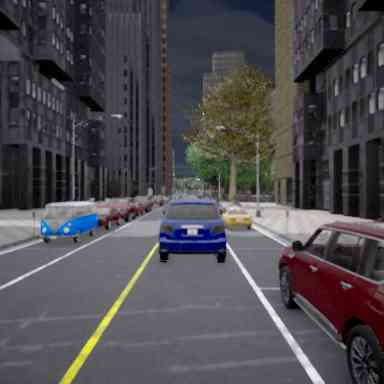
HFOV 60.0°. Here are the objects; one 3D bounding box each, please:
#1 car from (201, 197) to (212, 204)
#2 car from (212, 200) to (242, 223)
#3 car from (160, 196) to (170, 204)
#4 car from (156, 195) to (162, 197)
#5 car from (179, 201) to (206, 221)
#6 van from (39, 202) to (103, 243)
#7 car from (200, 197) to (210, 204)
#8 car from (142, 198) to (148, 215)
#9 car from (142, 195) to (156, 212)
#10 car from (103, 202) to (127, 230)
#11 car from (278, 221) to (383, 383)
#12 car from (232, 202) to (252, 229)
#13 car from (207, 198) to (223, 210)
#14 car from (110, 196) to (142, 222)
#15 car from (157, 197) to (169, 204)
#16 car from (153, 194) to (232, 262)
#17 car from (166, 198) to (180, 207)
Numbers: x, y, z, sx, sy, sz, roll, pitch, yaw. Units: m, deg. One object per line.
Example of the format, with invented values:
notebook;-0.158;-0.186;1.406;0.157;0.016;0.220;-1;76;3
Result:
car;2.780;1.702;65.533;1.947;1.339;4.313;0;0;0
car;2.771;1.494;26.942;1.967;1.590;4.097;0;0;0
car;-5.744;1.674;70.869;1.752;1.417;4.829;0;0;0
car;-5.747;1.426;54.502;2.192;1.841;5.009;0;0;0
car;0.054;1.549;28.467;2.128;1.511;4.902;0;0;0
van;-5.757;1.372;15.914;1.690;1.788;3.998;0;0;0
car;2.781;1.700;71.046;2.008;1.369;4.403;0;0;0
car;-5.753;1.609;32.451;1.887;1.381;4.507;0;0;0
car;-5.752;1.391;37.964;2.192;1.841;5.009;0;0;0
car;-5.756;1.587;21.426;1.887;1.381;4.507;0;0;0
car;2.765;1.325;4.889;2.192;1.841;5.009;0;0;0
car;2.769;1.568;21.599;1.752;1.417;4.829;0;0;0
car;3.011;1.616;44.264;1.812;1.442;4.674;0;0;0
car;-5.754;1.368;26.939;2.192;1.841;5.009;0;0;0
car;-5.745;1.687;65.527;2.008;1.369;4.403;0;0;0
car;0.041;1.248;12.365;2.150;2.045;5.566;0;0;1
car;-3.064;1.675;54.741;1.994;1.385;4.181;0;0;0
